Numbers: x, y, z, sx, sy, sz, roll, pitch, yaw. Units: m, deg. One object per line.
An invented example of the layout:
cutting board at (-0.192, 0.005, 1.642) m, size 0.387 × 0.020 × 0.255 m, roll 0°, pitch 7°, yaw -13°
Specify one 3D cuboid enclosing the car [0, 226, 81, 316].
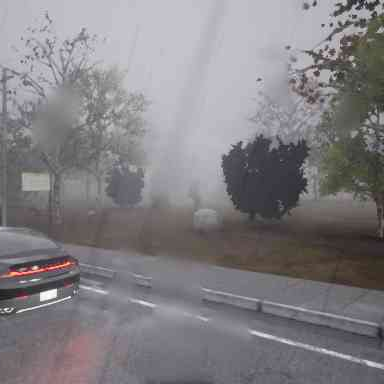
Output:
car at (-4.375, 1.505, 7.111) m, size 4.892 × 1.490 × 1.837 m, roll 0°, pitch 0°, yaw 37°
